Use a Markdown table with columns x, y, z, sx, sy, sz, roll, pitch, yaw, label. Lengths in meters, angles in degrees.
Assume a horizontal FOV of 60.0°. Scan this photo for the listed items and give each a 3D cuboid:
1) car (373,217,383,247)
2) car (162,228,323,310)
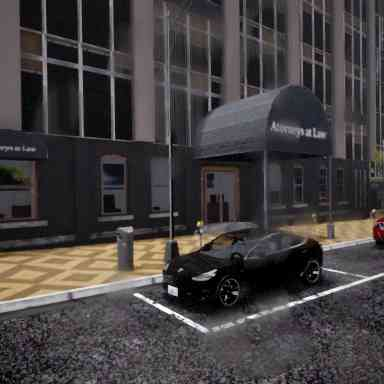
| x | y | z | sx | sy | sz | roll | pitch | yaw | label |
| --- | --- | --- | --- | --- | --- | --- | --- | --- | --- |
| 9.633 | 1.310 | 14.045 | 5.009 | 1.841 | 2.192 | 0 | -1 | -37 | car |
| 1.360 | 1.564 | 7.838 | 4.313 | 1.339 | 1.947 | 0 | -1 | -37 | car |
